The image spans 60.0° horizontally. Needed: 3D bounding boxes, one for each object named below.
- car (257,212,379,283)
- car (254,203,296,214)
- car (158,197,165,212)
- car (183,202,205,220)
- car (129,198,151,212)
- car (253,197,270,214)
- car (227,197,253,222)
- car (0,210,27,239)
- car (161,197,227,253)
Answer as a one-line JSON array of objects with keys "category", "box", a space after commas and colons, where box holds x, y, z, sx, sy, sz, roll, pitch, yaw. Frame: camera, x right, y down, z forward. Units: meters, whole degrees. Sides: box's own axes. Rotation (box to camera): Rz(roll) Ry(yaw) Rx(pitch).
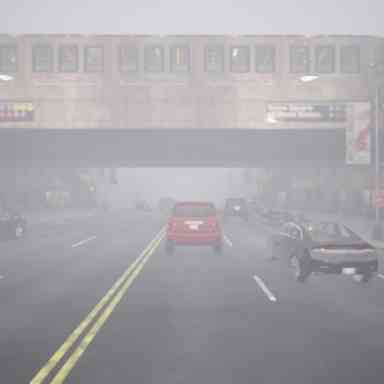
[{"category": "car", "box": [3.560, 1.588, 9.935, 2.128, 1.511, 4.902, 0, 0, 0]}, {"category": "car", "box": [6.722, 1.854, 27.113, 1.895, 1.301, 4.718, 0, -1, 0]}, {"category": "car", "box": [-3.466, 1.667, 46.638, 2.150, 2.045, 5.566, 0, -1, 0]}, {"category": "car", "box": [0.196, 1.783, 32.066, 1.882, 1.535, 5.008, 0, -1, 0]}, {"category": "car", "box": [-6.966, 1.791, 46.286, 2.097, 1.767, 4.553, 0, 0, 0]}, {"category": "car", "box": [6.676, 1.558, 34.512, 2.435, 2.045, 5.566, 0, -1, 0]}, {"category": "car", "box": [3.679, 1.502, 29.533, 2.150, 2.045, 5.566, 0, -1, 1]}, {"category": "car", "box": [-10.007, 1.632, 15.883, 2.231, 1.521, 4.892, 0, -1, 10]}, {"category": "car", "box": [0.085, 1.359, 14.425, 2.150, 2.045, 5.566, 0, -1, 0]}]
